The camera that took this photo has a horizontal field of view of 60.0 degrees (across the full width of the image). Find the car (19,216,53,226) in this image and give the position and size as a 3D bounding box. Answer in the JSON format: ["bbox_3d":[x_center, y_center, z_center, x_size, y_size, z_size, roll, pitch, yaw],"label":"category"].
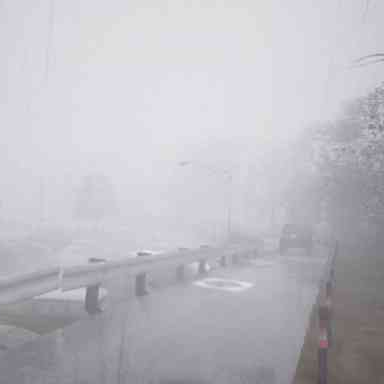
[{"bbox_3d":[-23.740,4.877,51.704,2.435,2.045,5.566,1,0,5],"label":"car"}]

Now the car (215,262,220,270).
[{"bbox_3d":[-0.321,5.143,23.663,4.792,1.488,2.163,2,-1,4],"label":"car"}]

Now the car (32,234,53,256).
[{"bbox_3d":[-15.822,4.987,30.514,4.792,1.488,2.163,0,-1,3],"label":"car"}]

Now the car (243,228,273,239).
[{"bbox_3d":[8.261,5.331,43.099,1.895,1.301,4.718,1,-4,-28],"label":"car"}]

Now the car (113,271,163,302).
[{"bbox_3d":[-3.916,4.813,15.328,4.553,1.767,2.185,2,0,3],"label":"car"}]

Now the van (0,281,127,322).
[{"bbox_3d":[-5.031,4.657,12.563,4.442,1.987,1.878,2,-1,3],"label":"van"}]

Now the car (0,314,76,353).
[{"bbox_3d":[-6.350,4.822,9.787,4.892,1.521,2.231,2,0,3],"label":"car"}]

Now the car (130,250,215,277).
[{"bbox_3d":[-1.514,4.804,20.891,5.566,2.045,2.435,2,-1,4],"label":"car"}]

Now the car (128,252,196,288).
[{"bbox_3d":[-2.769,4.744,18.101,5.566,2.045,2.435,2,0,3],"label":"car"}]

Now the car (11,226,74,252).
[{"bbox_3d":[-14.695,4.763,33.210,5.566,2.045,2.435,0,-1,4],"label":"car"}]

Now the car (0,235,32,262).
[{"bbox_3d":[-16.994,4.649,27.795,5.566,2.045,2.435,0,-1,3],"label":"car"}]

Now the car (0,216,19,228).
[{"bbox_3d":[-29.190,5.074,54.439,1.946,1.575,5.366,0,0,5],"label":"car"}]

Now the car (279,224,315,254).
[{"bbox_3d":[7.939,3.450,25.039,2.150,2.045,5.566,1,-5,22],"label":"car"}]
